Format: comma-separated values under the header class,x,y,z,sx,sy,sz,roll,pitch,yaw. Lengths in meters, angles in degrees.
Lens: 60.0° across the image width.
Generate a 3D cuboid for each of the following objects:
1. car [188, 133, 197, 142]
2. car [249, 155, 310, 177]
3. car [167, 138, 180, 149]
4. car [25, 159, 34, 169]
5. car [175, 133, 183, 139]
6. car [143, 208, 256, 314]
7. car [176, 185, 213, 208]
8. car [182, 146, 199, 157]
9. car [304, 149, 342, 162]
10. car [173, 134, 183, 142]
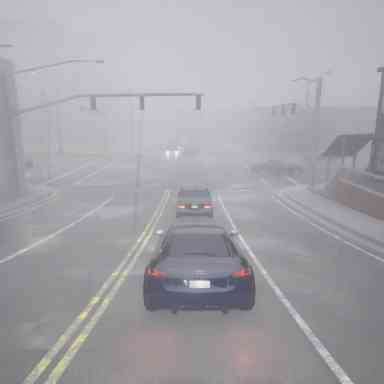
class,x,y,z,sx,sy,sz,roll,pitch,yaw
car,0.136,-12.168,76.040,1.812,1.442,4.674,0,12,0
car,7.854,-2.306,30.887,5.008,1.535,1.882,0,12,0
car,-3.469,-8.293,58.751,1.895,1.301,4.718,0,12,-2
car,-19.083,-3.076,34.441,5.008,1.535,1.882,0,12,0
car,-3.344,-14.790,87.987,1.812,1.442,4.674,0,12,0
car,0.116,1.346,7.375,1.994,1.385,4.181,0,3,0
car,0.124,0.362,17.257,2.033,1.411,5.357,0,8,0
car,-0.127,-5.867,47.693,1.895,1.301,4.718,2,12,7
car,16.191,-4.550,41.320,4.674,1.442,1.812,0,12,0
car,-3.379,-10.488,68.397,2.128,1.511,4.902,0,12,0
